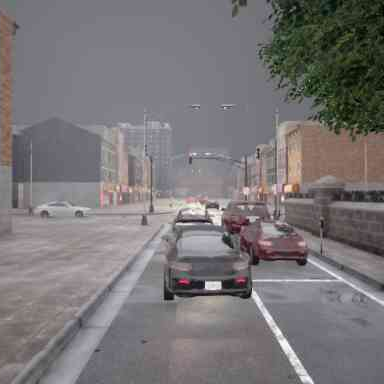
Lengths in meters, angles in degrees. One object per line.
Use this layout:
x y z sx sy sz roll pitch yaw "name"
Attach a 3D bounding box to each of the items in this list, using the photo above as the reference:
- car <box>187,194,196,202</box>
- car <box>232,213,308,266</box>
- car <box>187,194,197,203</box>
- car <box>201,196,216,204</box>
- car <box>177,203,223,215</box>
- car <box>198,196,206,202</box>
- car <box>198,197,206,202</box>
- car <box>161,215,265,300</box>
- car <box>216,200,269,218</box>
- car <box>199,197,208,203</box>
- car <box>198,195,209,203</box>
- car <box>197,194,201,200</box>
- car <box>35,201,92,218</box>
-0.125 1.444 83.733 2.150 2.045 5.566 0 0 0 "car"
2.628 1.590 11.341 1.802 1.307 4.206 1 0 0 "car"
-0.015 1.512 70.099 2.097 1.767 4.553 0 0 0 "car"
2.580 1.614 43.220 1.887 1.381 4.507 1 0 0 "car"
0.054 1.505 15.676 2.128 1.511 4.902 0 0 0 "car"
2.514 1.783 86.719 2.008 1.369 4.403 0 0 0 "car"
2.522 1.789 81.281 1.802 1.307 4.206 0 0 0 "car"
0.222 1.531 8.313 1.812 1.442 4.674 0 0 -4 "car"
2.623 1.330 16.790 2.192 1.841 5.009 1 0 0 "car"
2.531 1.765 75.843 1.802 1.307 4.206 0 0 0 "car"
2.555 1.665 59.532 1.887 1.381 4.507 1 0 0 "car"
2.549 1.455 64.970 2.192 1.841 5.009 1 0 0 "car"
-10.913 1.526 28.366 4.674 1.442 1.812 0 -1 -2 "car"
